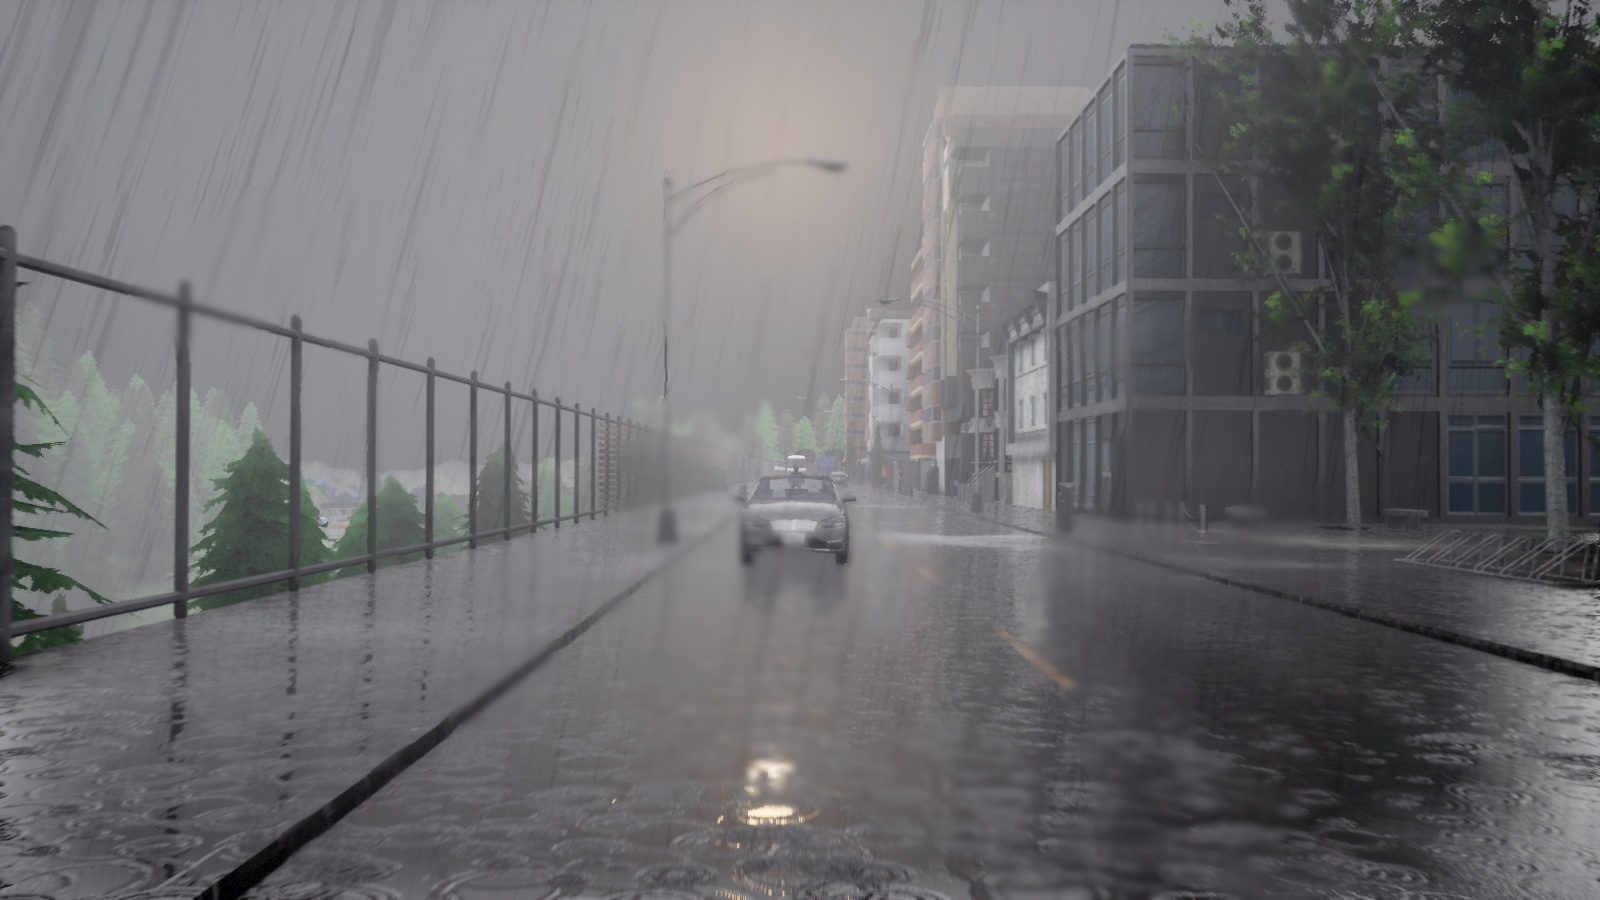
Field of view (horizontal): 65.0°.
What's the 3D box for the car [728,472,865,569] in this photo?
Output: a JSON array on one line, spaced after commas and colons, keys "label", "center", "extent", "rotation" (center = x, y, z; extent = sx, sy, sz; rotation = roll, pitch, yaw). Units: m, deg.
[{"label": "car", "center": [-0.062, 1.141, 22.117], "extent": [2.128, 1.511, 4.902], "rotation": [0, -1, 0]}]
